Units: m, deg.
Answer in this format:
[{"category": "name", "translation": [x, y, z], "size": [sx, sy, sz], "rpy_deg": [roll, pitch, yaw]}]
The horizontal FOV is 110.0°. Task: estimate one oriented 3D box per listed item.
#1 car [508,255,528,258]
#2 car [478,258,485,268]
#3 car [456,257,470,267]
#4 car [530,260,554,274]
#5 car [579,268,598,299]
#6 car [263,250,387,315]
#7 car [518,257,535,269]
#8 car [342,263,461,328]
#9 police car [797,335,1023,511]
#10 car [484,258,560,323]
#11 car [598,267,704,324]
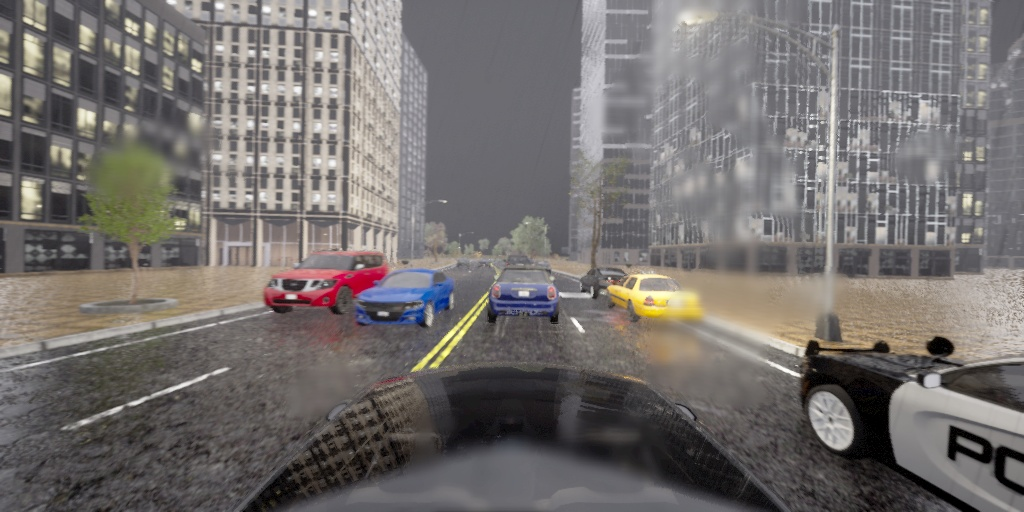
[{"category": "car", "translation": [0.445, 0.900, 32.049], "size": [2.150, 2.045, 5.566], "rpy_deg": [1, 0, -2]}, {"category": "car", "translation": [-4.175, 1.084, 54.057], "size": [2.033, 1.411, 5.357], "rpy_deg": [1, 0, -4]}, {"category": "car", "translation": [-7.597, 0.967, 55.921], "size": [1.837, 1.490, 4.892], "rpy_deg": [1, 0, -5]}, {"category": "car", "translation": [3.347, 1.264, 41.479], "size": [2.033, 1.411, 5.357], "rpy_deg": [1, 0, -3]}, {"category": "car", "translation": [4.699, 1.306, 18.333], "size": [1.837, 1.490, 4.892], "rpy_deg": [1, 0, 1]}, {"category": "car", "translation": [-6.254, 0.811, 13.031], "size": [2.150, 2.045, 5.566], "rpy_deg": [1, 0, 1]}, {"category": "car", "translation": [2.235, 1.013, 57.403], "size": [2.097, 1.767, 4.553], "rpy_deg": [1, 0, -6]}, {"category": "car", "translation": [-3.073, 1.137, 11.260], "size": [1.882, 1.535, 5.008], "rpy_deg": [1, 0, 2]}, {"category": "police car", "translation": [4.159, 1.260, 2.198], "size": [1.930, 1.638, 5.238], "rpy_deg": [1, 0, 3]}, {"category": "car", "translation": [0.401, 1.081, 12.240], "size": [2.097, 1.767, 4.553], "rpy_deg": [1, 0, 2]}, {"category": "car", "translation": [4.583, 1.271, 12.429], "size": [1.801, 1.575, 5.366], "rpy_deg": [1, 0, 2]}]
